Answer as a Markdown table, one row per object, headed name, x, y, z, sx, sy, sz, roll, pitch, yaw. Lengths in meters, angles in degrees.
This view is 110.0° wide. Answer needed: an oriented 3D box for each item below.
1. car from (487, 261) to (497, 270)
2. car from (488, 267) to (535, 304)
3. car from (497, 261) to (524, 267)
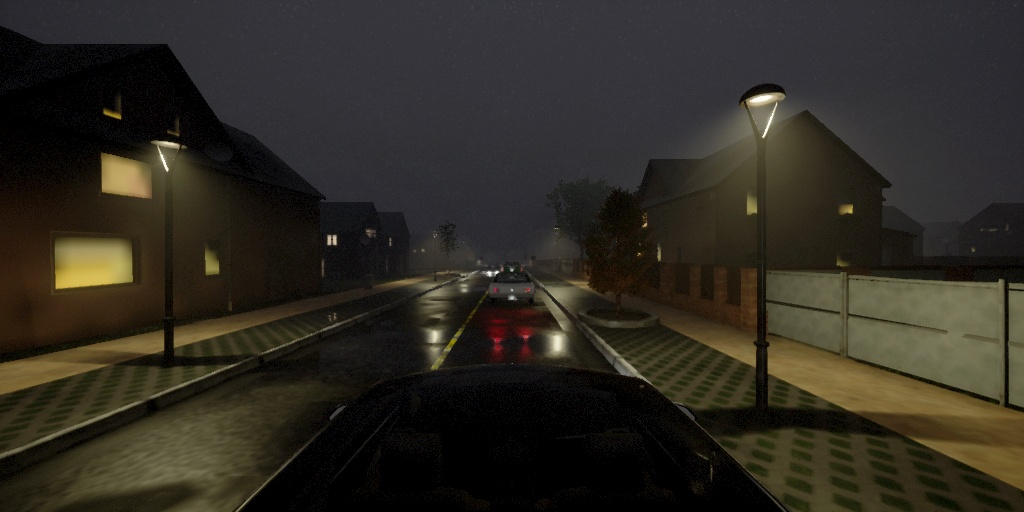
| name | x | y | z | sx | sy | sz | roll | pitch | yaw |
| --- | --- | --- | --- | --- | --- | --- | --- | --- | --- |
| car | -2.750 | 1.461 | 54.957 | 2.128 | 1.511 | 4.902 | 0 | -1 | 0 |
| car | 0.000 | 1.382 | 16.536 | 1.895 | 1.301 | 4.718 | 0 | 0 | 0 |
| car | 0.000 | 1.175 | 31.481 | 2.097 | 1.767 | 4.553 | 0 | 0 | 0 |
